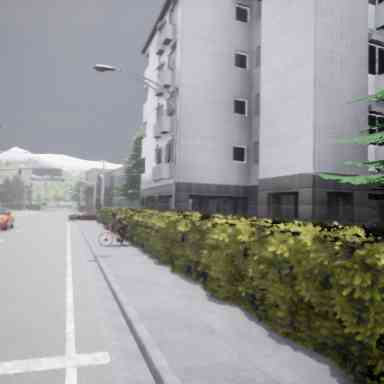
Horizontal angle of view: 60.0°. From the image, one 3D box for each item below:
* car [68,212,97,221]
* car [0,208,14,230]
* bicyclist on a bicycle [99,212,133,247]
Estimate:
[{"bbox_3d":[-14.576,3.363,45.604,1.895,1.301,4.718,1,-3,29],"label":"car"},{"bbox_3d":[-15.317,2.016,25.963,2.097,1.767,4.553,3,-3,-20],"label":"car"},{"bbox_3d":[-3.610,1.808,15.949,1.656,1.620,0.582,2,-3,-20],"label":"bicyclist on a bicycle"}]
